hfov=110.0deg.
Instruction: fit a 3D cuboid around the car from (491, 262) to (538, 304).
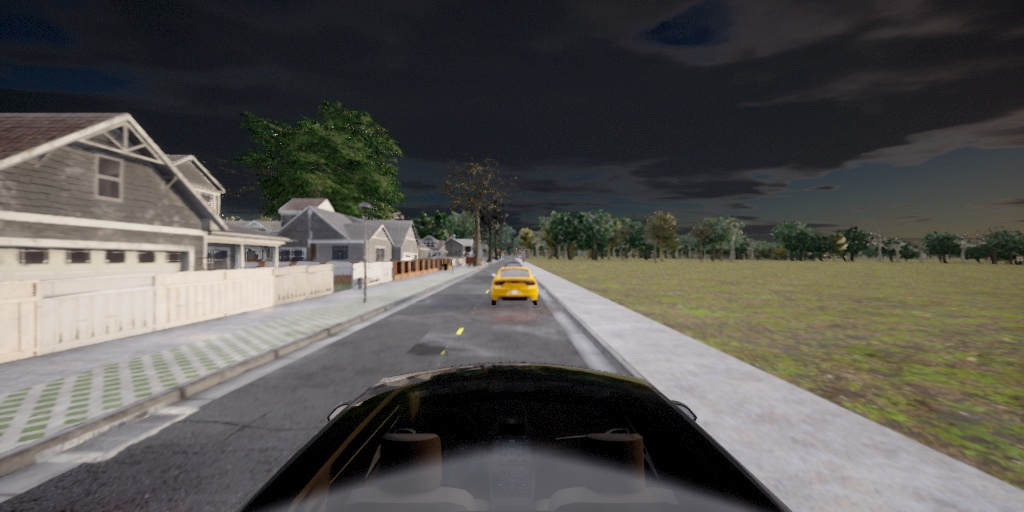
[{"bbox_3d":[0.102,1.208,16.169,1.882,1.535,5.008,0,0,0],"label":"car"}]
